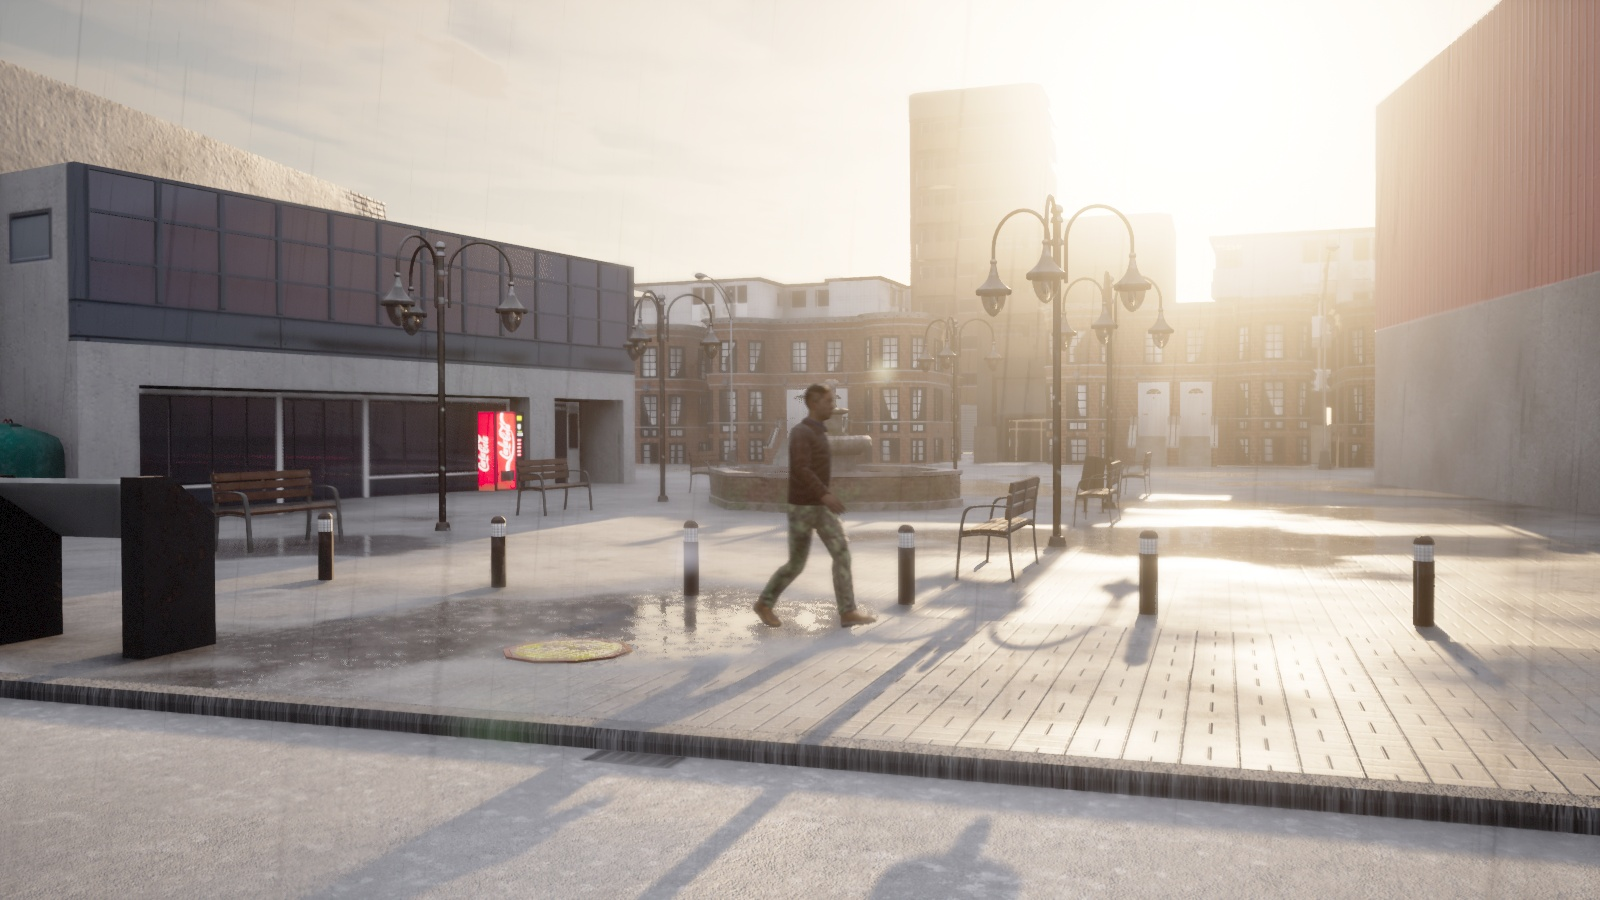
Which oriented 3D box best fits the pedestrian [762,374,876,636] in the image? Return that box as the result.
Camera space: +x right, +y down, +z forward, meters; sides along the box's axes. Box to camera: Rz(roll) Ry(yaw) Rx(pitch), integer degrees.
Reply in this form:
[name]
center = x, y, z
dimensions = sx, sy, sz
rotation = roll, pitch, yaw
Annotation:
[pedestrian]
center = 0.137, 0.381, 9.185
dimensions = 0.703, 1.840, 0.431
rotation = 1, 1, 32
